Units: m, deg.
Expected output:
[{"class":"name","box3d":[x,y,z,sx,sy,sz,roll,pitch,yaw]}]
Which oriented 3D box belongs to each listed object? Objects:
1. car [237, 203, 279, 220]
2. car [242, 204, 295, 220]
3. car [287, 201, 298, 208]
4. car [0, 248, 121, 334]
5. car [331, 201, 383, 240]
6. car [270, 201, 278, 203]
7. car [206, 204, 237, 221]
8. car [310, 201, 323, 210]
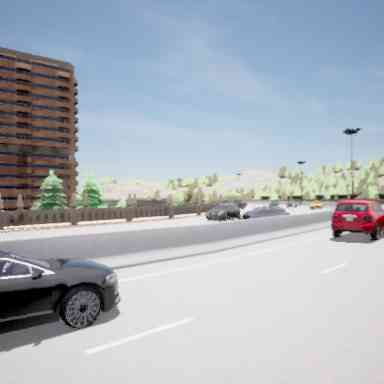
[{"class":"car","box3d":[6.768,2.129,32.798,2.033,1.411,5.357,-1,-1,34]},{"class":"car","box3d":[6.120,1.959,26.005,1.837,1.490,4.892,-1,-1,37]},{"class":"car","box3d":[21.375,2.617,71.062,2.128,1.511,4.902,-1,-1,8]},{"class":"car","box3d":[-3.604,1.648,5.517,4.902,1.511,2.128,0,-1,-40]},{"class":"car","box3d":[9.679,1.495,18.896,2.150,2.045,5.566,-1,-1,40]},{"class":"car","box3d":[18.033,2.715,72.596,1.882,1.535,5.008,-1,-1,8]},{"class":"car","box3d":[3.262,1.997,33.990,2.097,1.767,4.553,-1,-1,34]},{"class":"car","box3d":[23.367,2.461,62.489,1.882,1.535,5.008,-1,-1,15]}]
